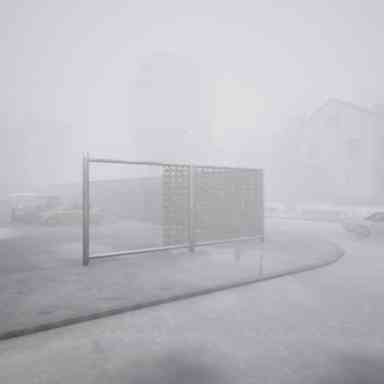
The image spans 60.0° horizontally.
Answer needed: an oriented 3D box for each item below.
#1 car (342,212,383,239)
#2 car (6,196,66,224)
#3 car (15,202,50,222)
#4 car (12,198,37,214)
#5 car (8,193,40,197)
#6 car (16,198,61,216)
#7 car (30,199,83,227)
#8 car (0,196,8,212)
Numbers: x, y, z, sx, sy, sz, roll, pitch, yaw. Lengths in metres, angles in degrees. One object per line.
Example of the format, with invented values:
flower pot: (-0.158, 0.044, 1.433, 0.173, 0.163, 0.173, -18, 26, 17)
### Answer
car: (9.511, 1.589, 15.090, 1.895, 1.301, 4.718, 0, 0, -36)
car: (-10.289, 1.344, 23.699, 4.611, 1.667, 2.242, 0, 0, -36)
car: (-12.024, 1.448, 25.076, 2.207, 1.379, 1.481, 0, 0, -36)
car: (-17.854, 1.398, 35.329, 1.789, 1.547, 3.705, 0, 0, -36)
car: (-12.578, 1.238, 27.337, 3.866, 1.878, 1.905, 0, 0, -36)
car: (-14.799, 1.408, 32.040, 3.633, 1.501, 1.845, 0, 0, -36)
car: (-7.845, 1.411, 21.548, 4.193, 1.474, 1.816, 0, 0, -36)
car: (-17.856, 1.470, 35.607, 5.357, 1.415, 2.033, 0, 0, -36)
